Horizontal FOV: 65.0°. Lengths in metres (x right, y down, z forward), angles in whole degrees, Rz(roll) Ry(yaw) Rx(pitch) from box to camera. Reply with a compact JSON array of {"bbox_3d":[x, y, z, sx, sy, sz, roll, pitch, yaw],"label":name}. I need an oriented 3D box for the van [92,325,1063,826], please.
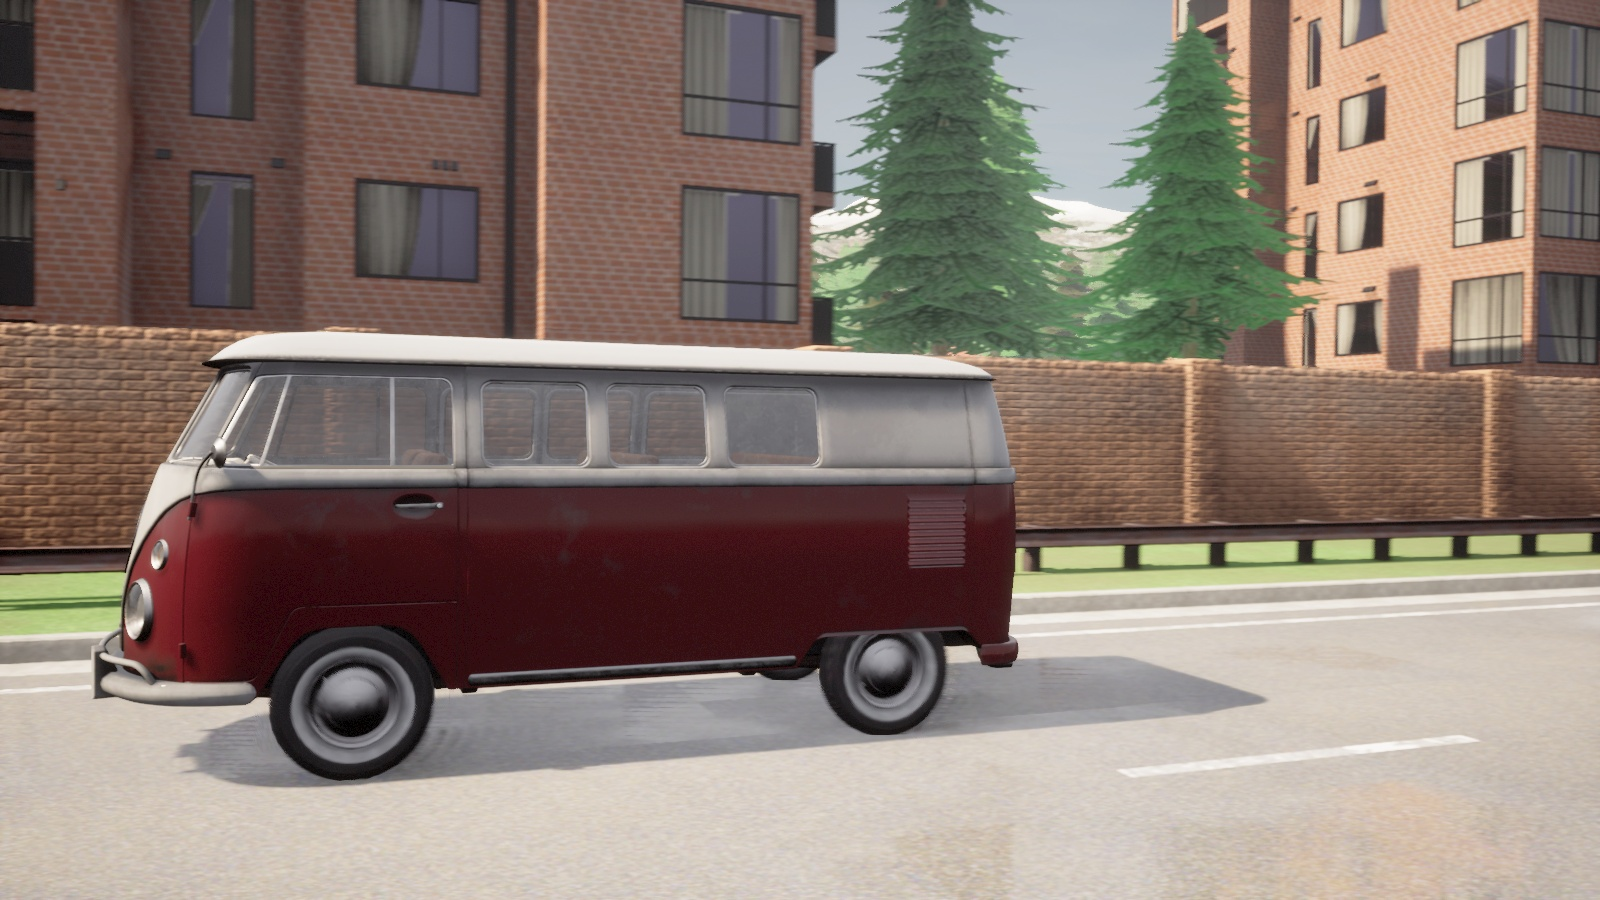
[{"bbox_3d":[-1.025,0.455,6.591,4.442,1.987,1.775,-1,1,-21],"label":"van"}]
